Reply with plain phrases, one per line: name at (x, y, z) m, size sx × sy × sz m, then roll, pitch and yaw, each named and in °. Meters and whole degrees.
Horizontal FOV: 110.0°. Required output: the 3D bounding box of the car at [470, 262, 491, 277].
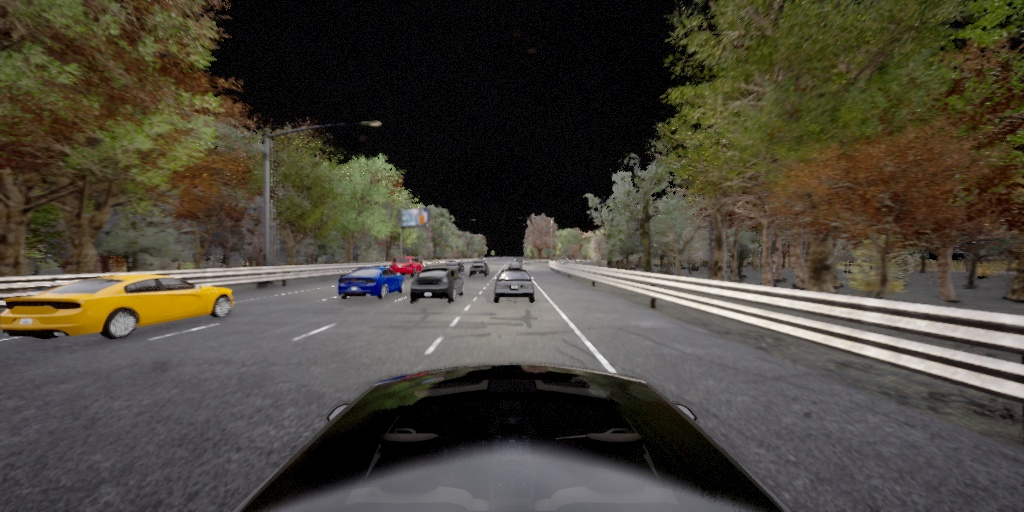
car at (-3.405, 1.372, 38.285) m, size 1.837 × 1.490 × 4.892 m, roll 0°, pitch 0°, yaw 0°

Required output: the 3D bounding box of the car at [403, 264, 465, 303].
car at (-3.402, 1.304, 16.932) m, size 1.837 × 1.490 × 4.892 m, roll 0°, pitch 0°, yaw 0°

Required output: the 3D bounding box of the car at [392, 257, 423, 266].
car at (-10.405, 1.081, 35.958) m, size 2.150 × 2.045 × 5.566 m, roll 0°, pitch 0°, yaw 0°

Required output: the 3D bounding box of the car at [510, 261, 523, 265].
car at (0.607, 1.473, 52.058) m, size 1.994 × 1.385 × 4.181 m, roll 0°, pitch 0°, yaw 3°

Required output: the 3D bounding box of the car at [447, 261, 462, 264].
car at (-6.903, 1.374, 43.512) m, size 2.128 × 1.511 × 4.902 m, roll 0°, pitch 0°, yaw 0°

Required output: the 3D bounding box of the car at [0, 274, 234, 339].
car at (-10.402, 1.253, 10.152) m, size 1.882 × 1.535 × 5.008 m, roll 0°, pitch 0°, yaw 0°

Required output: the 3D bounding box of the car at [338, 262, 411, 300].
car at (-6.902, 1.279, 18.149) m, size 1.882 × 1.535 × 5.008 m, roll 0°, pitch 0°, yaw 0°

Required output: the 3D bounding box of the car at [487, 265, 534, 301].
car at (0.098, 1.347, 17.494) m, size 2.033 × 1.411 × 5.357 m, roll 0°, pitch 0°, yaw 0°
